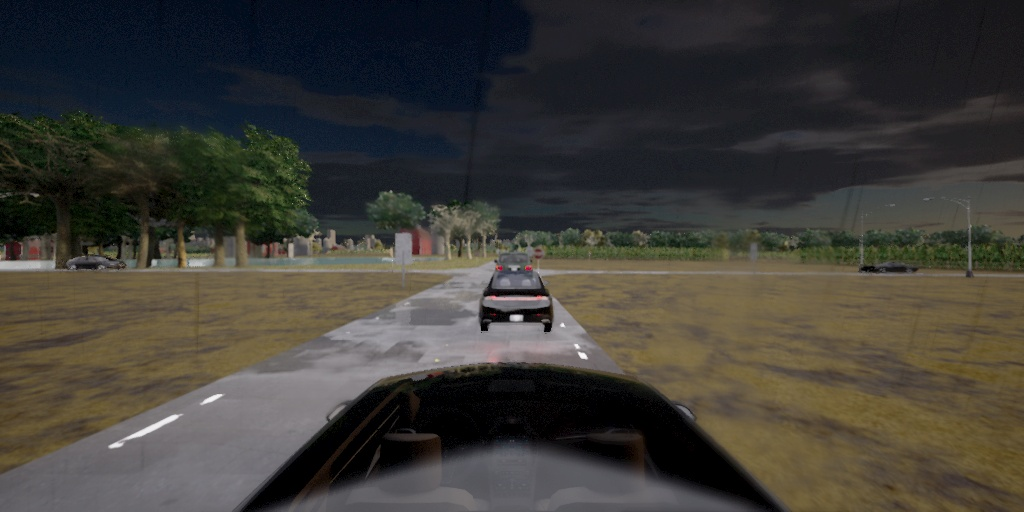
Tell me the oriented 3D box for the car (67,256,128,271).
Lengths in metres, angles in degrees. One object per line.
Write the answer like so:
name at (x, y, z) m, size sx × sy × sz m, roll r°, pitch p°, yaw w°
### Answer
car at (-42.174, 0.753, 36.489) m, size 4.892 × 1.490 × 1.837 m, roll 0°, pitch 0°, yaw 0°

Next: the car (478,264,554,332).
car at (0.108, 1.155, 10.482) m, size 2.128 × 1.511 × 4.902 m, roll 0°, pitch 1°, yaw 0°

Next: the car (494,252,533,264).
car at (0.091, 0.773, 21.491) m, size 2.150 × 2.045 × 5.566 m, roll 0°, pitch 1°, yaw -1°

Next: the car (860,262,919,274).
car at (41.301, 1.317, 39.333) m, size 4.718 × 1.301 × 1.895 m, roll 1°, pitch 0°, yaw 0°
